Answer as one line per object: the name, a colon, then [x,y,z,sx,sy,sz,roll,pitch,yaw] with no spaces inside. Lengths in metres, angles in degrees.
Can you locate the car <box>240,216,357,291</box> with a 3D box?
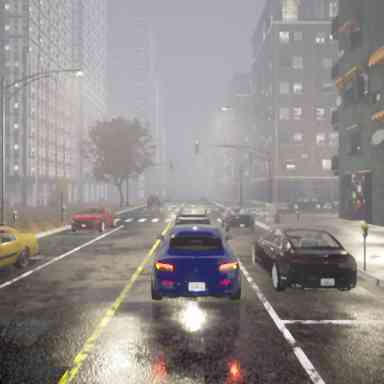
car: [2.676,1.547,8.752,2.008,1.369,4.403,0,0,0]

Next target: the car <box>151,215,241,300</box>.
car: [0.078,1.522,8.231,1.812,1.442,4.674,0,0,0]

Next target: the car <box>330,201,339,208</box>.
car: [18.749,1.237,39.310,4.829,1.417,1.752,-1,1,-1]

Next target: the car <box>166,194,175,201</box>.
car: [-5.867,1.359,90.849,2.192,1.841,5.009,0,0,0]

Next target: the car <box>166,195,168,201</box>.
car: [-5.802,1.575,57.713,1.947,1.339,4.313,0,0,0]

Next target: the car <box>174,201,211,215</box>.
car: [0.045,1.485,18.334,2.128,1.511,4.902,0,0,0]

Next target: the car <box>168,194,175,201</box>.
car: [-5.856,1.602,85.327,1.947,1.339,4.313,0,0,0]

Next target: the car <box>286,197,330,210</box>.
car: [13.352,1.337,39.245,4.403,1.369,2.008,-1,1,-1]

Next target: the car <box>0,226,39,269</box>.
car: [-5.704,1.521,8.566,1.752,1.417,4.829,0,0,0]

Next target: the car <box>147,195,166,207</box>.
car: [-5.791,1.320,52.190,2.192,1.841,5.009,0,0,0]

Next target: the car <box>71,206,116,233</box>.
car: [-5.726,1.538,19.802,1.887,1.381,4.507,0,0,0]

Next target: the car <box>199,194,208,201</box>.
car: [2.547,1.588,74.297,1.947,1.339,4.313,0,0,0]

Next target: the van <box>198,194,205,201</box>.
van: [2.524,1.377,85.344,1.690,1.788,3.998,0,0,0]

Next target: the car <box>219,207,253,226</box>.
car: [2.654,1.544,19.818,2.008,1.369,4.403,0,0,0]

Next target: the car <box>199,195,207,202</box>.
car: [2.535,1.554,79.990,1.752,1.417,4.829,0,0,0]
